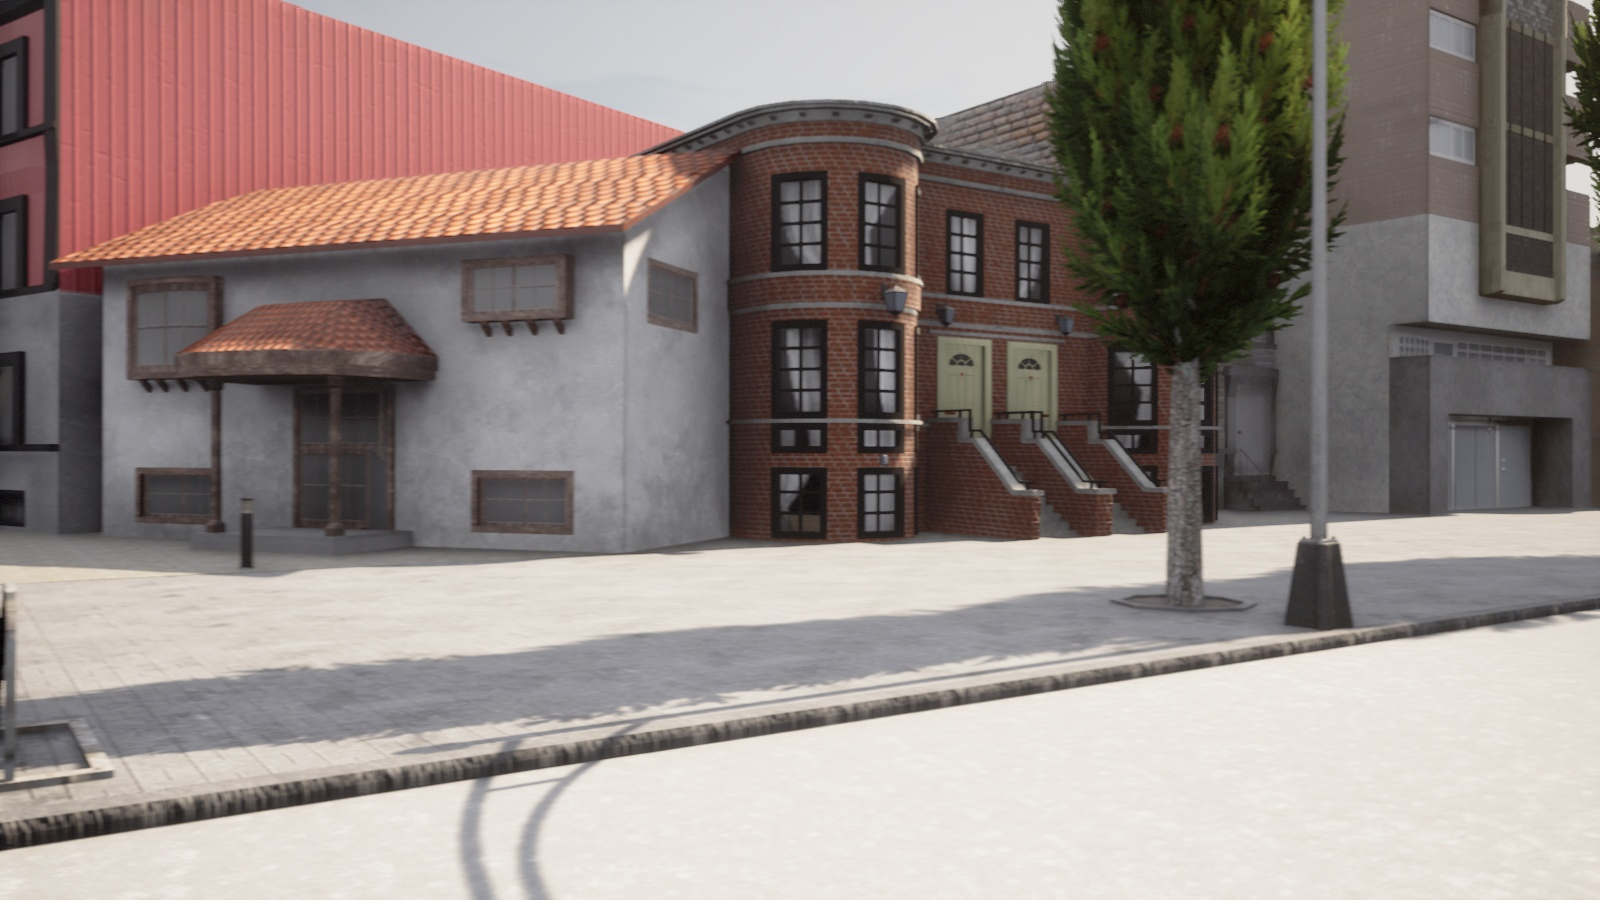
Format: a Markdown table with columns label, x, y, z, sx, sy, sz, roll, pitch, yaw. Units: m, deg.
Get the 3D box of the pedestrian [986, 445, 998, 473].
| label | x | y | z | sx | sy | sz | roll | pitch | yaw |
| --- | --- | --- | --- | --- | --- | --- | --- | --- | --- |
| pedestrian | 12.738 | 0.623 | 83.389 | 0.431 | 1.840 | 0.703 | 0 | 0 | -36 |
